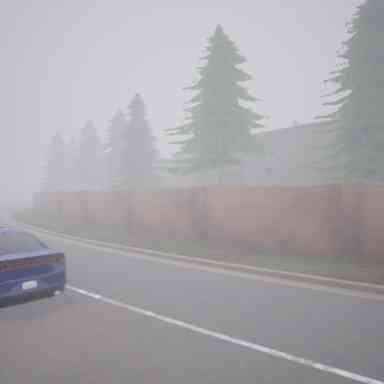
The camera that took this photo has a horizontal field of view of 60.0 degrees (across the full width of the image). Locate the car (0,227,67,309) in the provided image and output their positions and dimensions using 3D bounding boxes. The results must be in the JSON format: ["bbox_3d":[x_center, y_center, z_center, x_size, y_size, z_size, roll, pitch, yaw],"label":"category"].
[{"bbox_3d":[-4.801,1.553,7.669,5.008,1.535,1.882,-1,0,41],"label":"car"}]
